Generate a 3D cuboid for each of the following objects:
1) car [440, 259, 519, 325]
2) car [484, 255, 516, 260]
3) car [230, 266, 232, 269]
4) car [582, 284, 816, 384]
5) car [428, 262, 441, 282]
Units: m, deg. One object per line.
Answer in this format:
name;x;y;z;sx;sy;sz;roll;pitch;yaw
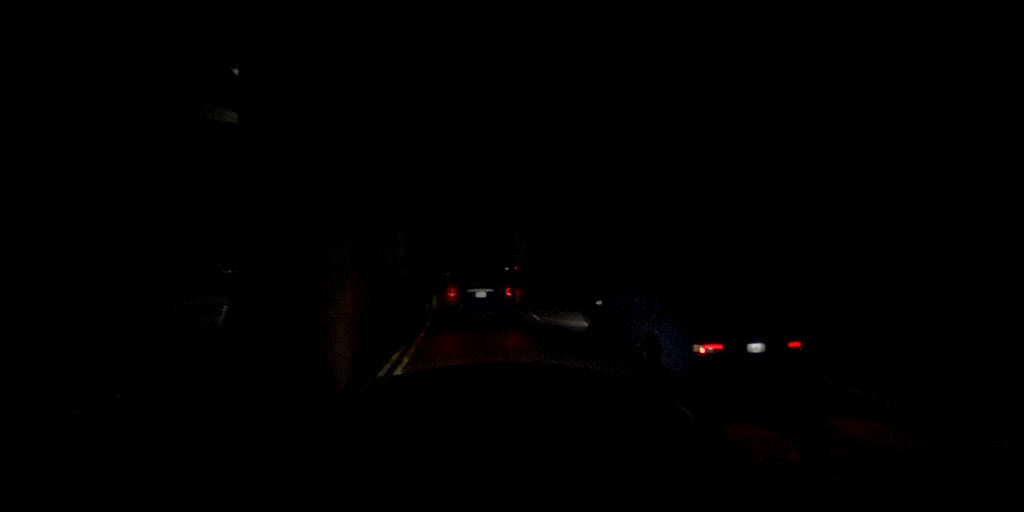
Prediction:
car;-1.171;1.107;12.164;2.097;1.767;4.553;0;0;-8
car;-1.175;0.978;27.379;2.150;2.045;5.566;0;0;-18
car;-14.067;1.015;21.296;2.150;2.045;5.566;0;0;-17
car;3.046;1.289;7.343;2.033;1.411;5.357;0;0;-6
car;-5.724;1.248;29.720;1.882;1.535;5.008;0;0;-21
